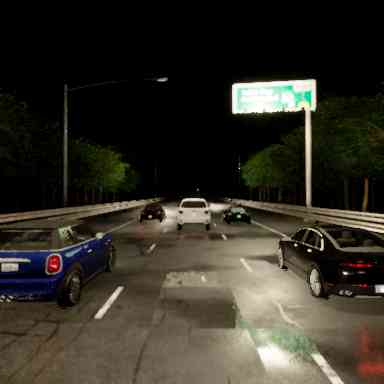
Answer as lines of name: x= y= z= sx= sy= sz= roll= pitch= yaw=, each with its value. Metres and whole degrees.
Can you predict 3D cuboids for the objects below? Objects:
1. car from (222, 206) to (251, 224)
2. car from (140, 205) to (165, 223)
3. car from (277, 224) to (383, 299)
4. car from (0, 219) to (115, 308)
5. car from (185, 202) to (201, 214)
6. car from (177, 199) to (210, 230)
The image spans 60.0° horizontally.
car: x=3.622 y=1.876 z=27.657 sx=1.994 sy=1.385 sz=4.181 roll=0 pitch=-1 yaw=0
car: x=-3.376 y=1.851 z=29.165 sx=1.812 sy=1.442 sz=4.674 roll=0 pitch=0 yaw=0
car: x=3.608 y=1.611 z=8.700 sx=1.837 sy=1.490 sz=4.892 roll=0 pitch=-1 yaw=0
car: x=-3.393 y=1.454 z=8.343 sx=2.097 sy=1.767 sz=4.553 roll=0 pitch=-1 yaw=0
car: x=0.117 y=2.025 z=41.830 sx=1.895 sy=1.301 sz=4.718 roll=0 pitch=0 yaw=0
car: x=0.120 y=1.495 z=23.695 sx=2.150 sy=2.045 sz=5.566 roll=0 pitch=-1 yaw=0
